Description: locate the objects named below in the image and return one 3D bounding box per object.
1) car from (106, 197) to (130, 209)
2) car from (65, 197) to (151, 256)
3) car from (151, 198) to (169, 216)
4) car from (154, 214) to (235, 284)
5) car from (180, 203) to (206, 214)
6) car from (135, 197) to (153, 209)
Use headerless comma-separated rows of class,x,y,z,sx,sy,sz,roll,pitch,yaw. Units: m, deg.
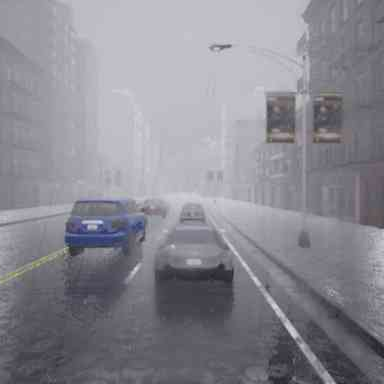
car,-9.853,1.432,44.787,2.128,1.511,4.902,0,0,0
car,-3.172,1.218,13.295,2.150,2.045,5.566,0,0,0
car,-3.176,1.328,29.250,2.097,1.767,4.553,0,0,0
car,0.061,1.562,9.589,1.994,1.385,4.181,0,0,0
car,0.056,1.534,24.654,2.033,1.411,5.357,0,0,0
car,-6.600,1.463,45.940,1.812,1.442,4.674,0,0,0
